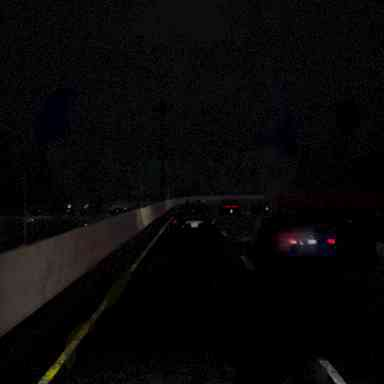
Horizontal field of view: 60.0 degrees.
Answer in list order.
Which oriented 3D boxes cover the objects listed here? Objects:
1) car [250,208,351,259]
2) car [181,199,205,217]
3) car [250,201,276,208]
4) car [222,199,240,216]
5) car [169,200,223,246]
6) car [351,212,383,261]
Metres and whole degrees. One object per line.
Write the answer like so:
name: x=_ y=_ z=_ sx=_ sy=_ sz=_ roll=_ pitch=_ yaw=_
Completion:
car: x=3.602 y=1.548 z=12.499 sx=2.033 sy=1.411 sz=5.357 roll=0 pitch=0 yaw=0
car: x=0.105 y=1.493 z=32.818 sx=2.128 sy=1.511 sz=4.902 roll=0 pitch=0 yaw=0
car: x=7.105 y=1.566 z=33.475 sx=1.994 sy=1.385 sz=4.181 roll=0 pitch=0 yaw=0
car: x=3.605 y=1.507 z=32.884 sx=1.837 sy=1.490 sz=4.892 roll=0 pitch=0 yaw=0
car: x=0.103 y=1.353 z=15.487 sx=2.097 sy=1.767 sz=4.553 roll=0 pitch=0 yaw=0
car: x=7.103 y=1.478 z=12.309 sx=1.882 sy=1.535 sz=5.008 roll=0 pitch=0 yaw=0
